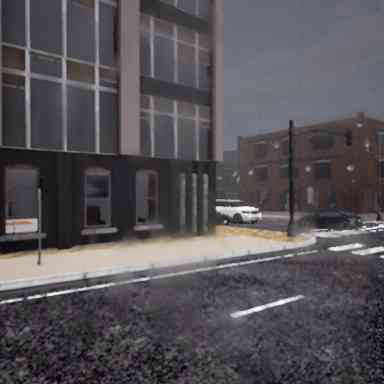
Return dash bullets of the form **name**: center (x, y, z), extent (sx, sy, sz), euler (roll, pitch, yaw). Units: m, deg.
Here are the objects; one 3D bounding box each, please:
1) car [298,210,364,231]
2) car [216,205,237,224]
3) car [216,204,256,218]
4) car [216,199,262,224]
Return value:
- **car**: center (9.555, 1.931, 23.104), extent (1.994, 1.385, 4.181), euler (-2, -1, -44)
- **car**: center (1.359, 2.053, 28.361), extent (1.947, 1.339, 4.313), euler (-1, 0, -37)
- **car**: center (4.967, 2.096, 37.961), extent (2.008, 1.369, 4.403), euler (-1, 0, -37)
- **car**: center (3.638, 1.693, 29.871), extent (2.150, 2.045, 5.566), euler (0, 0, -37)
